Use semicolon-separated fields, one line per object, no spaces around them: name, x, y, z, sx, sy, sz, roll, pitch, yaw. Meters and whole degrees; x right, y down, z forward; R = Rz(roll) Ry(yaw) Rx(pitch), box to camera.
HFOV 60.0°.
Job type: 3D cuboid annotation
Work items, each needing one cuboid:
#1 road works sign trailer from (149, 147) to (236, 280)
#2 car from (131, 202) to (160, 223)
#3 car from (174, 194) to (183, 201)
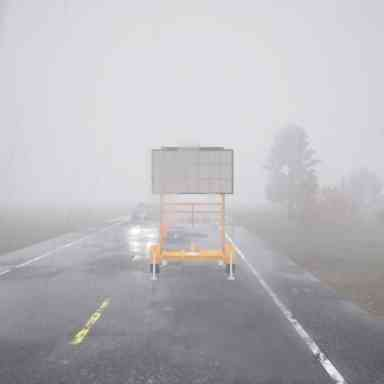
road works sign trailer;0.019;0.465;9.945;2.380;3.560;2.880;0;0;0
car;-3.450;1.498;25.505;2.128;1.511;4.902;0;0;0
car;-3.337;1.415;83.244;2.097;1.767;4.553;0;0;0
